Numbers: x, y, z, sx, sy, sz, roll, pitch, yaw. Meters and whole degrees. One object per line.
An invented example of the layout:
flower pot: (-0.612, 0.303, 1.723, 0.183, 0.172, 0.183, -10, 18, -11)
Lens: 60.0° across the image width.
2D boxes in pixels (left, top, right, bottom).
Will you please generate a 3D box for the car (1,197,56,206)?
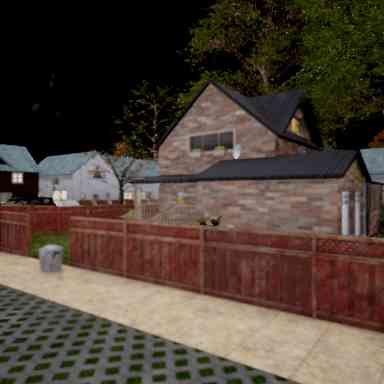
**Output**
car: (-13.799, 1.398, 26.941, 2.150, 2.045, 5.566, 0, -1, 37)
